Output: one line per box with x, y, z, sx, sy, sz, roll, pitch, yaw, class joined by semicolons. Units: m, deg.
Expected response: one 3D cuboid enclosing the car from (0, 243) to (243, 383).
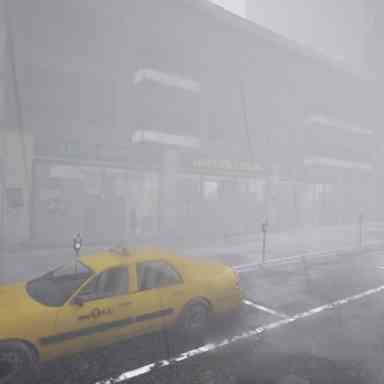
-1.364;1.527;5.099;4.829;1.417;1.752;0;2;-35;car
